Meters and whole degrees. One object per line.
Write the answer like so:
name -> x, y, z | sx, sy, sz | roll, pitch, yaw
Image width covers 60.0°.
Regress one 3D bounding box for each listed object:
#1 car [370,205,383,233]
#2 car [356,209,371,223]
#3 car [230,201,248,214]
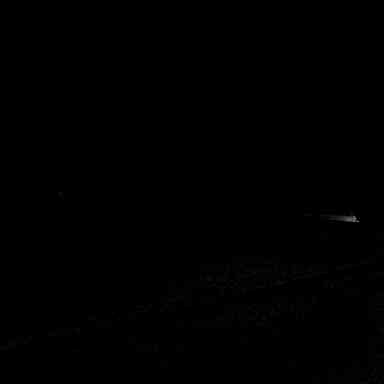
car -> 11.062, 1.503, 16.439 | 1.837, 1.490, 4.892 | 2, 0, 4
car -> 13.804, 1.580, 23.508 | 1.994, 1.385, 4.181 | 1, 0, -19
car -> 3.215, 1.432, 34.071 | 4.902, 1.511, 2.128 | 0, 0, 24
